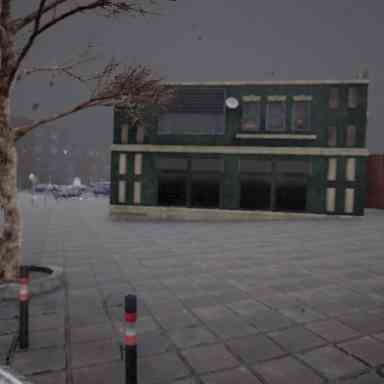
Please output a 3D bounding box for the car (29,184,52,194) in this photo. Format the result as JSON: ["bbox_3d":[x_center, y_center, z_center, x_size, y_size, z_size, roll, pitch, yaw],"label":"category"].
[{"bbox_3d":[-26.538,-0.694,58.929,4.553,1.767,2.185,2,2,18],"label":"car"}]

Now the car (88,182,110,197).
[{"bbox_3d":[-14.401,-0.338,55.919,2.150,2.045,5.566,2,2,18],"label":"car"}]

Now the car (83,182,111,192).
[{"bbox_3d":[-21.402,-1.200,74.656,5.566,2.045,2.435,2,2,18],"label":"car"}]

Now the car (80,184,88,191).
[{"bbox_3d":[-23.944,-0.873,66.786,4.553,1.767,2.185,2,2,18],"label":"car"}]

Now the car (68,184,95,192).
[{"bbox_3d":[-23.118,-0.811,69.424,4.892,1.521,2.231,2,2,18],"label":"car"}]

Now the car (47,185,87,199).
[{"bbox_3d":[-17.262,0.138,46.186,2.128,1.511,4.902,2,2,15],"label":"car"}]

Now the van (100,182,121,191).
[{"bbox_3d":[-19.536,-1.304,79.846,4.442,1.987,1.878,2,2,18],"label":"van"}]
